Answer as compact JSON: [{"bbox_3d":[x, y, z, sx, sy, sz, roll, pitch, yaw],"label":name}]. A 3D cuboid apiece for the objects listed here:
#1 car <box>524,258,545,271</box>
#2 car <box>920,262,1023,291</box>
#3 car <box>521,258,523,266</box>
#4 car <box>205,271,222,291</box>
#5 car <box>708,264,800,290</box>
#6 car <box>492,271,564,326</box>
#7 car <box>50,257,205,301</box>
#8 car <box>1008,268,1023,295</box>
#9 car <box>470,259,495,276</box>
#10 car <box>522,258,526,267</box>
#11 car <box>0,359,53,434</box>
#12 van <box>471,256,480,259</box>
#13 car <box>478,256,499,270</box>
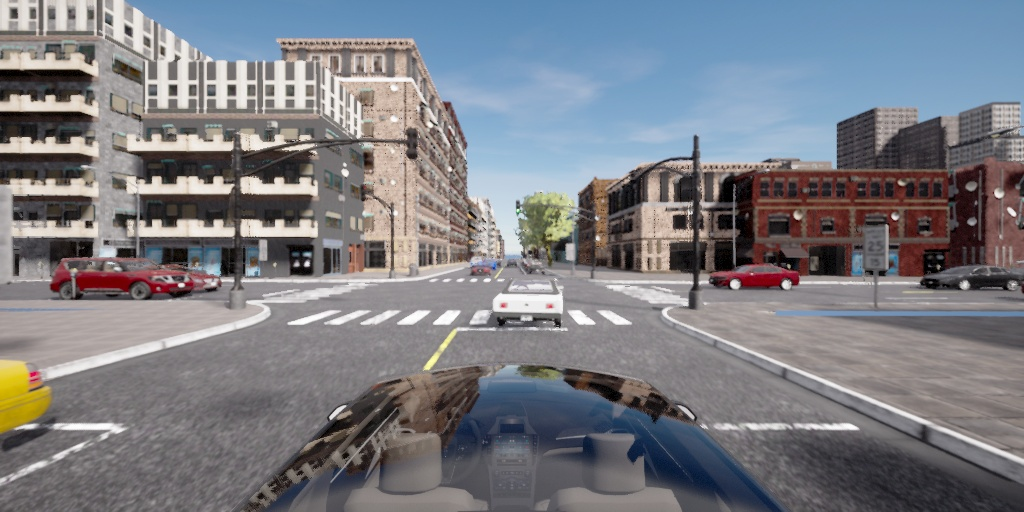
[{"bbox_3d":[2.687,1.247,39.717,2.007,1.370,4.403,0,0,0],"label":"car"},{"bbox_3d":[28.227,1.340,22.109,4.892,1.490,1.837,-1,0,0],"label":"car"},{"bbox_3d":[2.686,1.131,51.110,1.967,1.591,4.097,0,0,0],"label":"car"},{"bbox_3d":[-17.796,1.186,18.578,4.674,1.442,1.812,0,0,0],"label":"car"},{"bbox_3d":[14.741,1.257,22.015,5.008,1.535,1.882,0,0,0],"label":"car"},{"bbox_3d":[0.725,1.330,11.584,1.895,1.301,4.718,0,0,9],"label":"car"},{"bbox_3d":[-17.278,0.982,15.995,5.009,1.841,2.192,0,0,0],"label":"car"},{"bbox_3d":[26.146,1.389,16.256,4.507,1.381,1.888,0,0,0],"label":"car"},{"bbox_3d":[-3.085,1.263,36.661,1.994,1.385,4.181,0,0,0],"label":"car"},{"bbox_3d":[2.687,1.134,45.414,1.967,1.591,4.097,0,0,0],"label":"car"},{"bbox_3d":[-5.691,1.275,1.596,1.751,1.417,4.829,0,0,0],"label":"car"},{"bbox_3d":[-5.696,1.029,56.808,1.690,1.789,3.998,0,0,0],"label":"van"},{"bbox_3d":[-3.083,1.170,48.090,1.882,1.535,5.008,0,1,0],"label":"car"}]
